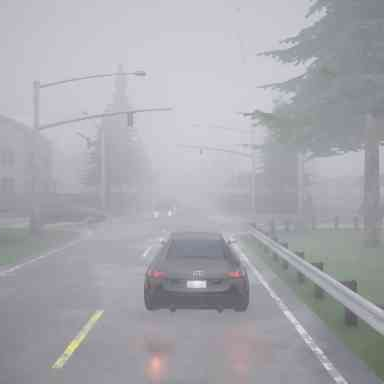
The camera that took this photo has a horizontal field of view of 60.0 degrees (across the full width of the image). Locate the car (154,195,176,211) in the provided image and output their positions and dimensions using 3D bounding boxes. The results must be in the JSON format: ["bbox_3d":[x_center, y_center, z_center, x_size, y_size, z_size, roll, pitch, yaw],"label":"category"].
[{"bbox_3d":[-3.395,1.478,41.605,1.882,1.535,5.008,0,0,0],"label":"car"}]

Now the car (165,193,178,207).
[{"bbox_3d":[-3.340,1.221,52.262,2.150,2.045,5.566,0,0,0],"label":"car"}]

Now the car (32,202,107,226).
[{"bbox_3d":[-8.403,1.478,22.959,4.902,1.511,2.128,0,0,-5],"label":"car"}]

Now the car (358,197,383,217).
[{"bbox_3d":[16.087,1.206,26.047,5.566,2.045,2.150,0,0,1],"label":"car"}]

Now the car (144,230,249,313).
[{"bbox_3d":[0.101,1.564,7.755,1.994,1.385,4.181,0,0,1],"label":"car"}]
